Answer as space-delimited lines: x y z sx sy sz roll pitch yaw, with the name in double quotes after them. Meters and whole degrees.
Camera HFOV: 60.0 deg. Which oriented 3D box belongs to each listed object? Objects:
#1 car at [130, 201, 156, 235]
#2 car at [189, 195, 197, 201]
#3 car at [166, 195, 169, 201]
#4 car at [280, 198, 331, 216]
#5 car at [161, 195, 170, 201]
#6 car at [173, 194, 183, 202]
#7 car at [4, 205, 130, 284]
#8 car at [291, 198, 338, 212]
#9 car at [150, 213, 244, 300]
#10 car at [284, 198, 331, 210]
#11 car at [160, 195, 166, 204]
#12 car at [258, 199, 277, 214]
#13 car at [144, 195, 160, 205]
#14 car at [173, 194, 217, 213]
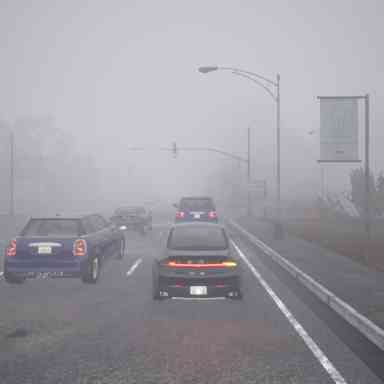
-3.357 1.503 18.728 1.837 1.490 4.892 0 0 0 "car"
0.201 1.464 85.903 1.882 1.535 5.008 0 0 0 "car"
-6.825 1.472 75.199 1.882 1.535 5.008 0 0 0 "car"
11.127 1.349 31.583 4.553 1.767 2.097 0 0 3 "car"
-6.801 1.488 85.156 1.837 1.490 4.892 0 0 0 "car"
-3.314 1.349 79.807 2.097 1.767 4.553 0 0 0 "car"
-3.377 1.351 9.768 2.097 1.767 4.553 0 0 0 "car"
14.142 1.502 38.618 4.892 1.490 1.837 0 0 3 "car"
0.120 1.504 8.353 1.837 1.490 4.892 0 0 0 "car"
14.552 1.544 42.101 5.357 1.411 2.033 0 0 3 "car"
-6.883 1.542 65.421 2.033 1.411 5.357 0 0 1 "car"
9.525 1.475 35.184 5.008 1.535 1.882 0 0 3 "car"
-6.955 1.521 55.694 1.812 1.442 4.674 0 0 0 "car"
0.166 1.220 18.201 2.150 2.045 5.566 0 0 -2 "car"
